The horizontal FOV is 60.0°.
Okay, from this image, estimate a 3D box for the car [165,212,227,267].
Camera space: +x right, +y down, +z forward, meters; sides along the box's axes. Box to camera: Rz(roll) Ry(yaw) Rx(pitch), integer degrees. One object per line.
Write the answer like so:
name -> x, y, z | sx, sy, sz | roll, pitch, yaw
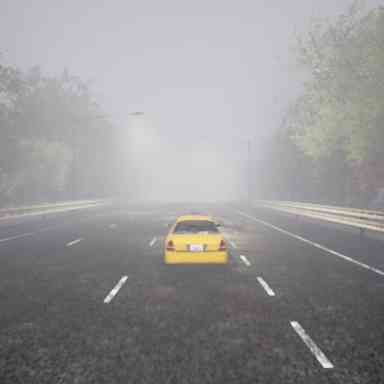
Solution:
car -> 0.086, 1.440, 11.344 | 1.801, 1.575, 5.366 | 0, 0, -1
